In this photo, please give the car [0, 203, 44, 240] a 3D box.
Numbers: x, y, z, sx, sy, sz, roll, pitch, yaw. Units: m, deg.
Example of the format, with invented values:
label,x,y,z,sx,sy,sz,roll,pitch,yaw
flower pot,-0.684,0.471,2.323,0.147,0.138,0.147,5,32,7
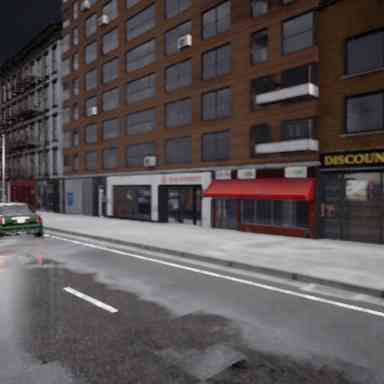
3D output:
label,x,y,z,sx,sy,sz,roll,pitch,yaw
car,-9.111,1.314,16.375,2.097,1.767,4.553,-1,0,-45
